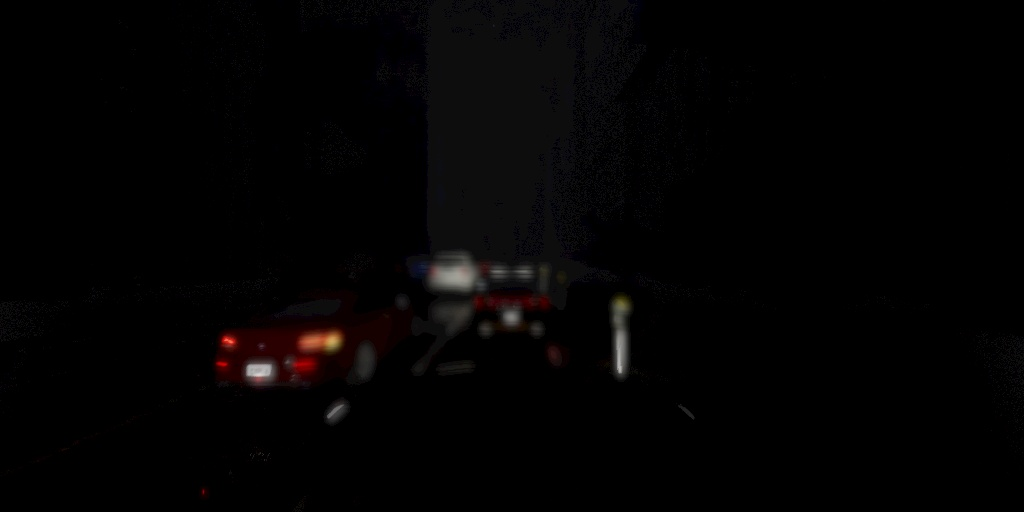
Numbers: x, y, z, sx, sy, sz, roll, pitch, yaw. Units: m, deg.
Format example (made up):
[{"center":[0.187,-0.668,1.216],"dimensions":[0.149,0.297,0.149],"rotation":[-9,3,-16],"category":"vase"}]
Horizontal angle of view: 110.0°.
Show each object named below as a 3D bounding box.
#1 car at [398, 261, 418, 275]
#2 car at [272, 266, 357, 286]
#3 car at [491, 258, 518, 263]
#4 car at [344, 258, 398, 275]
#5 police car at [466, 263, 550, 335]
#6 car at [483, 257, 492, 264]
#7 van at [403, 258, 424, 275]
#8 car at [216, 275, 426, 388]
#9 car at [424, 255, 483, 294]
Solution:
[{"center":[-8.908,1.294,27.194],"dimensions":[1.888,1.381,4.507],"rotation":[0,0,0],"category":"car"},{"center":[-8.908,1.315,15.920],"dimensions":[1.948,1.339,4.313],"rotation":[0,0,0],"category":"car"},{"center":[-0.383,1.189,27.203],"dimensions":[1.967,1.591,4.097],"rotation":[0,0,0],"category":"car"},{"center":[-8.908,1.064,21.556],"dimensions":[2.192,1.841,5.009],"rotation":[0,0,0],"category":"car"},{"center":[-0.012,1.174,10.610],"dimensions":[1.930,1.638,5.238],"rotation":[0,0,0],"category":"police car"},{"center":[-3.099,1.100,36.523],"dimensions":[2.097,1.767,4.553],"rotation":[0,0,1],"category":"car"},{"center":[-8.908,1.089,32.830],"dimensions":[1.690,1.789,3.998],"rotation":[0,0,0],"category":"van"},{"center":[-3.145,1.275,6.787],"dimensions":[1.812,1.442,4.674],"rotation":[0,0,0],"category":"car"},{"center":[-3.113,0.972,20.436],"dimensions":[2.150,2.045,5.566],"rotation":[0,0,1],"category":"car"}]
